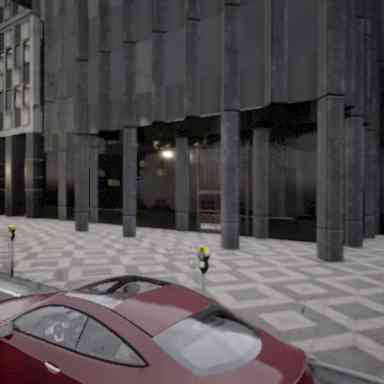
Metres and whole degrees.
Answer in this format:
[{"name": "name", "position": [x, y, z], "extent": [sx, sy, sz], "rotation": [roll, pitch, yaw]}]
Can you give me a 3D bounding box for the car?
[{"name": "car", "position": [-0.881, 1.572, 3.476], "extent": [4.206, 1.307, 1.802], "rotation": [0, 0, 35]}]
